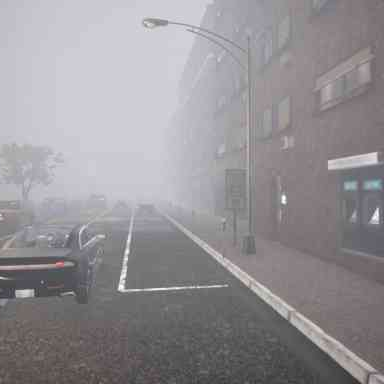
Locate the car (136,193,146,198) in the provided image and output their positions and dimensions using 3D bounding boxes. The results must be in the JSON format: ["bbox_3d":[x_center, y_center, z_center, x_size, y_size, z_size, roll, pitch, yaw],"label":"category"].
[{"bbox_3d":[-10.118,1.422,65.909,1.967,1.590,4.097,0,0,-9],"label":"car"}]

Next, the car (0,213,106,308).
[{"bbox_3d":[-3.210,1.495,7.989,2.128,1.511,4.902,0,0,-9],"label":"car"}]

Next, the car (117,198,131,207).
[{"bbox_3d":[-10.370,1.599,51.143,1.895,1.301,4.718,0,0,-9],"label":"car"}]

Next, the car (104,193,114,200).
[{"bbox_3d":[-23.016,1.264,92.359,2.192,1.841,5.009,1,0,-9],"label":"car"}]

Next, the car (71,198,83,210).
[{"bbox_3d":[-14.673,1.590,42.231,1.802,1.307,4.206,0,0,-9],"label":"car"}]

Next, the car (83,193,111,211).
[{"bbox_3d":[-11.946,1.227,42.188,2.150,2.045,5.566,0,0,-9],"label":"car"}]

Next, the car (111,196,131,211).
[{"bbox_3d":[-8.687,1.530,41.280,1.812,1.442,4.674,0,0,-9],"label":"car"}]

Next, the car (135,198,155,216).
[{"bbox_3d":[-4.555,1.556,32.487,2.008,1.369,4.403,0,0,-9],"label":"car"}]

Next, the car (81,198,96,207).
[{"bbox_3d":[-16.528,1.581,53.371,1.802,1.307,4.206,1,0,-9],"label":"car"}]

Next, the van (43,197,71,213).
[{"bbox_3d":[-12.817,1.353,31.091,1.690,1.788,3.998,0,0,-9],"label":"van"}]

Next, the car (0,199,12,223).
[{"bbox_3d":[-10.035,1.325,14.382,2.192,1.841,5.009,0,0,-9],"label":"car"}]

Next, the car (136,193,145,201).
[{"bbox_3d":[-12.898,1.276,82.617,2.192,1.841,5.009,1,0,-9],"label":"car"}]

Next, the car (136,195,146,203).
[{"bbox_3d":[-11.045,1.416,71.478,1.967,1.590,4.097,1,0,-9],"label":"car"}]

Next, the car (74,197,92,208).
[{"bbox_3d":[-15.573,1.529,47.633,1.752,1.417,4.829,0,0,-9],"label":"car"}]

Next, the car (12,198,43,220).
[{"bbox_3d":[-10.963,1.327,19.952,2.192,1.841,5.009,0,0,-9],"label":"car"}]
